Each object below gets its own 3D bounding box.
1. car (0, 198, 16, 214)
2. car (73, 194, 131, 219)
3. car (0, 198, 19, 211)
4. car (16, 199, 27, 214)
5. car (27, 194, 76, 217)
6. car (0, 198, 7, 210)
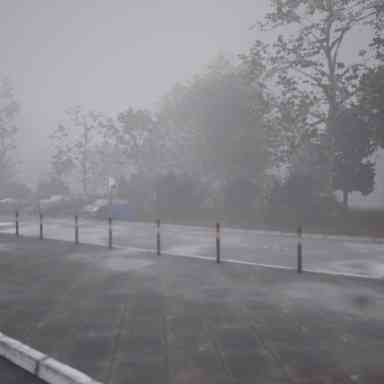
[{"bbox_3d":[-18.674,1.460,35.780,2.231,1.521,4.892,0,0,35],"label":"car"},{"bbox_3d":[-7.073,1.305,27.719,2.185,1.767,4.553,1,0,35],"label":"car"},{"bbox_3d":[-23.324,1.462,38.984,2.097,1.535,5.008,0,0,35],"label":"car"},{"bbox_3d":[-14.016,1.455,32.587,2.231,1.521,4.892,0,0,35],"label":"car"},{"bbox_3d":[-11.812,1.198,31.027,2.435,2.045,5.566,0,0,35],"label":"car"},{"bbox_3d":[-25.631,1.493,40.614,2.163,1.488,4.792,0,0,35],"label":"car"}]
